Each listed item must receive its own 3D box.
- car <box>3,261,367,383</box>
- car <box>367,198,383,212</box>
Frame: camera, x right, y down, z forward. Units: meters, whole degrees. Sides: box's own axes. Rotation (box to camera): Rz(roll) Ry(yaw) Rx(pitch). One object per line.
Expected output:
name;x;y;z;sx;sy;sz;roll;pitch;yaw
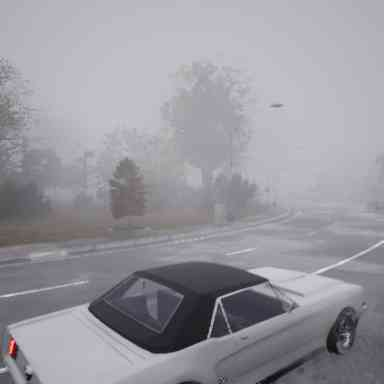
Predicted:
car;0.367;1.617;4.331;4.718;1.301;1.895;0;0;-39
car;20.885;1.440;36.936;2.128;1.511;4.902;1;0;14
